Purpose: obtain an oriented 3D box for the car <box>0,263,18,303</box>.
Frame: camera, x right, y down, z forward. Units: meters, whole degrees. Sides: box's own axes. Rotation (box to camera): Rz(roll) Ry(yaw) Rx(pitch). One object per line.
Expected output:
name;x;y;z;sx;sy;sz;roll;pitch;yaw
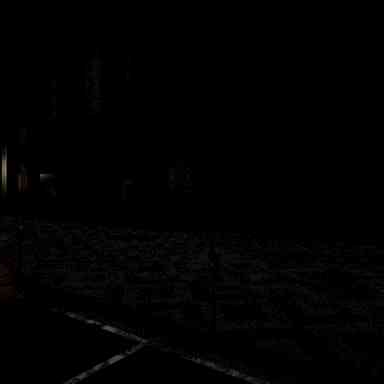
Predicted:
car;-5.461;1.526;6.877;4.829;1.417;1.752;0;0;36
